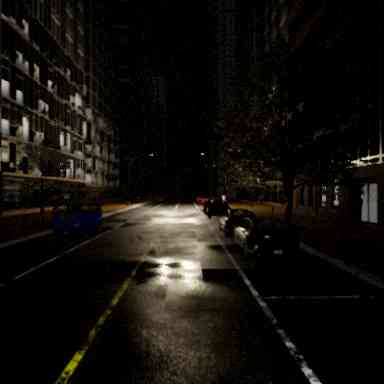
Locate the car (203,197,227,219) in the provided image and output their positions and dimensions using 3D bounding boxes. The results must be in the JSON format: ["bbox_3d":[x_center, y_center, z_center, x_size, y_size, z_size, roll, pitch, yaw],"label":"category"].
[{"bbox_3d":[2.243,1.415,29.088,1.967,1.590,4.097,0,0,-1],"label":"car"}]

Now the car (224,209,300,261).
[{"bbox_3d":[2.515,1.543,12.013,2.008,1.369,4.403,0,0,-1],"label":"car"}]

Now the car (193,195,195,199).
[{"bbox_3d":[1.517,1.459,74.621,1.947,1.339,4.313,0,0,-1],"label":"car"}]

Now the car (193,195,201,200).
[{"bbox_3d":[1.335,1.431,86.004,1.947,1.339,4.313,0,0,-1],"label":"car"}]

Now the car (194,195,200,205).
[{"bbox_3d":[1.789,1.476,57.547,1.887,1.381,4.507,0,0,-1],"label":"car"}]

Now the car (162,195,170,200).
[{"bbox_3d":[-7.135,1.436,91.571,1.947,1.339,4.313,0,0,-1],"label":"car"}]

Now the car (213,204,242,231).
[{"bbox_3d":[2.425,1.539,17.704,2.008,1.369,4.403,0,0,-1],"label":"car"}]

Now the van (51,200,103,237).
[{"bbox_3d":[-5.955,1.349,17.575,1.690,1.788,3.998,0,0,-1],"label":"van"}]

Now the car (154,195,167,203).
[{"bbox_3d":[-6.772,1.472,68.803,1.887,1.381,4.507,0,0,-1],"label":"car"}]

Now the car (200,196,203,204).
[{"bbox_3d":[2.152,1.407,34.779,1.967,1.590,4.097,0,0,-1],"label":"car"}]

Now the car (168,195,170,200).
[{"bbox_3d":[-7.044,1.430,85.879,1.887,1.381,4.507,0,0,-1],"label":"car"}]
